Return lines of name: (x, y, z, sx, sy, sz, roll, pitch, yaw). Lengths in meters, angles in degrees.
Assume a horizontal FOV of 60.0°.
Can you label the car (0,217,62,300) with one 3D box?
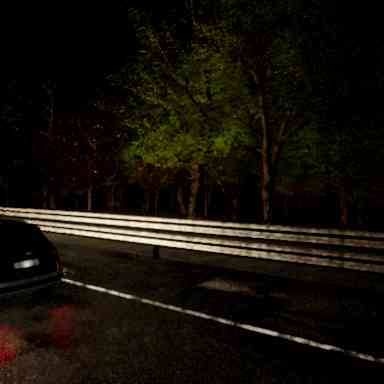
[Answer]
car: (-4.886, 1.382, 7.386, 4.856, 1.649, 2.033, 0, 0, 35)
